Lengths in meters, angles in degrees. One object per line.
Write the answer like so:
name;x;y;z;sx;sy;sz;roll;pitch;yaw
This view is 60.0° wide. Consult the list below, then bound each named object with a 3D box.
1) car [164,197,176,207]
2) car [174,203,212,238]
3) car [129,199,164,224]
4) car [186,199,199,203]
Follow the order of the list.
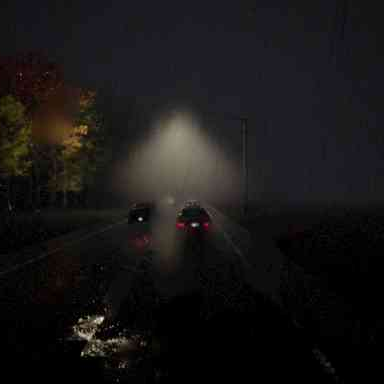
car;-3.416;1.514;50.988;1.812;1.442;4.674;0;0;0
car;0.094;1.548;17.739;2.033;1.411;5.357;0;0;0
car;-3.408;1.506;24.398;1.837;1.490;4.892;0;0;0
car;0.087;1.540;42.852;2.033;1.411;5.357;0;0;0
